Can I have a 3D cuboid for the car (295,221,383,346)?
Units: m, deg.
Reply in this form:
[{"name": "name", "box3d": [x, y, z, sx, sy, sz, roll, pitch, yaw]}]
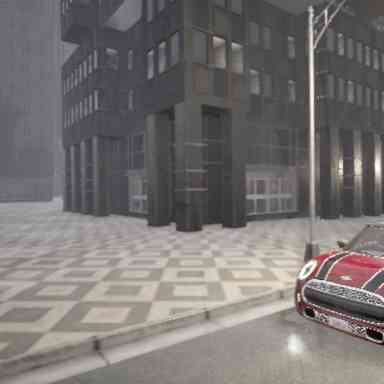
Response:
[{"name": "car", "box3d": [3.997, 1.351, 6.227, 4.553, 1.767, 2.097, 0, 0, -35]}]
